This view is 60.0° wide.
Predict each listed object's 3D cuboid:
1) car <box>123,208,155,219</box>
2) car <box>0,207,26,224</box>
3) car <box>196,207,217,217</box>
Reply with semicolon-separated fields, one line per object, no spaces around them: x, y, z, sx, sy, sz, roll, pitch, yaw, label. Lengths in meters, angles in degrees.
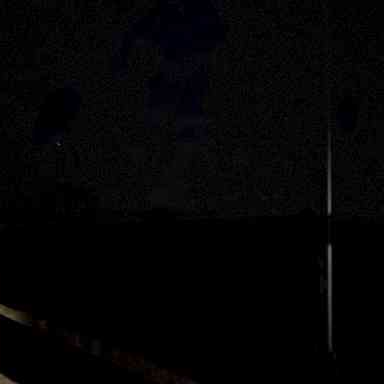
-7.102;2.859;44.716;2.128;1.511;4.902;0;-2;35;car
-17.593;2.142;29.978;1.837;1.490;4.892;0;-2;35;car
2.529;3.395;58.096;2.128;1.511;4.902;0;-3;35;car
